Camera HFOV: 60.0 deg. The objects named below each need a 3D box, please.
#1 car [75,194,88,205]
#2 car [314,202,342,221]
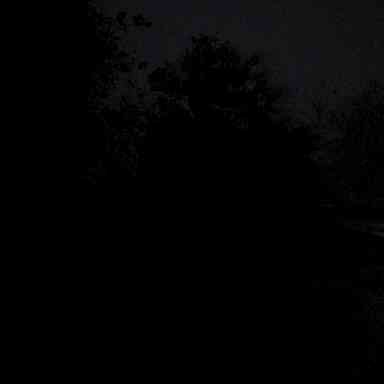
[{"bbox_3d":[-15.102,1.250,42.883,2.435,2.045,5.566,0,0,-36],"label":"car"},{"bbox_3d":[10.521,1.617,29.151,1.882,1.535,5.008,1,0,-36],"label":"car"}]
